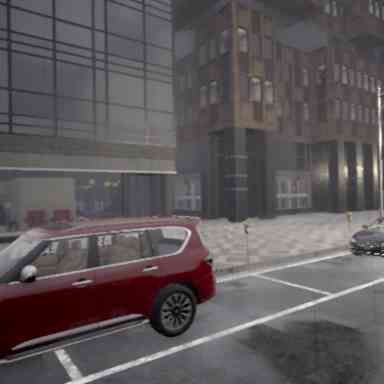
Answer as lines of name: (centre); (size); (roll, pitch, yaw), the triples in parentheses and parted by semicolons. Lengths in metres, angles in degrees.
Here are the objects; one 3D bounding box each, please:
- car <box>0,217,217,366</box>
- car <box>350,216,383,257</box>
car: (-1.892, 1.404, 5.253); (5.009, 1.841, 2.192); (-1, 0, -35)
car: (7.295, 1.492, 11.696); (4.403, 1.369, 2.008); (-1, -1, -35)
